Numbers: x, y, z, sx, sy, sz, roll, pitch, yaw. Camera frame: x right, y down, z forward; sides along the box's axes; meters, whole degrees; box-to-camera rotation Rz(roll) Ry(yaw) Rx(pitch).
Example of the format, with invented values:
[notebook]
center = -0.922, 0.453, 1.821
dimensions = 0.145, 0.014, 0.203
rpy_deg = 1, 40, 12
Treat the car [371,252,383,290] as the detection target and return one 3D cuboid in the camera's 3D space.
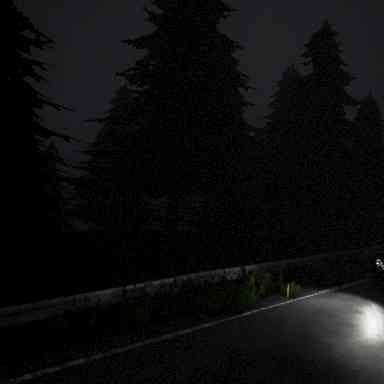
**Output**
[car]
center = 6.200, 1.549, 7.980
dimensions = 4.674, 1.442, 1.812
rpy_deg = 0, 0, -35
